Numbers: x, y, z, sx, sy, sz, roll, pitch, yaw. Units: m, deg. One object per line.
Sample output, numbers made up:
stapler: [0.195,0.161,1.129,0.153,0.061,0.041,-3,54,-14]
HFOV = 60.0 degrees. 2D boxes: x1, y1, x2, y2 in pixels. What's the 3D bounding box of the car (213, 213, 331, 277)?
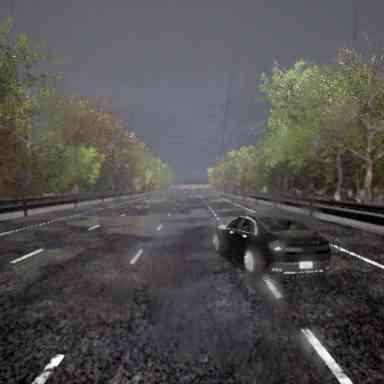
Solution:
car: [2.012,1.376,9.746,1.837,1.490,4.892,0,0,-12]
